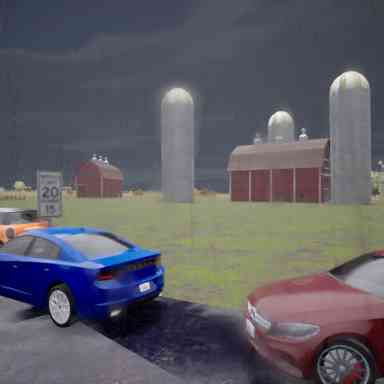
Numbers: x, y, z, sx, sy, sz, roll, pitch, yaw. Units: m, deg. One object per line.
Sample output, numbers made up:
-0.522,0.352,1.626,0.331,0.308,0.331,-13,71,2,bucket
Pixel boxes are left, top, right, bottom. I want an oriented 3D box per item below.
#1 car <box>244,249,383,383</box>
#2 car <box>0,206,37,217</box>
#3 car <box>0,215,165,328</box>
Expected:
3.079,1.557,4.636,4.674,1.442,1.812,1,-1,-7,car
-7.036,1.363,12.168,4.553,1.767,2.097,0,0,31,car
-2.891,1.480,7.054,5.008,1.535,1.882,0,0,33,car
